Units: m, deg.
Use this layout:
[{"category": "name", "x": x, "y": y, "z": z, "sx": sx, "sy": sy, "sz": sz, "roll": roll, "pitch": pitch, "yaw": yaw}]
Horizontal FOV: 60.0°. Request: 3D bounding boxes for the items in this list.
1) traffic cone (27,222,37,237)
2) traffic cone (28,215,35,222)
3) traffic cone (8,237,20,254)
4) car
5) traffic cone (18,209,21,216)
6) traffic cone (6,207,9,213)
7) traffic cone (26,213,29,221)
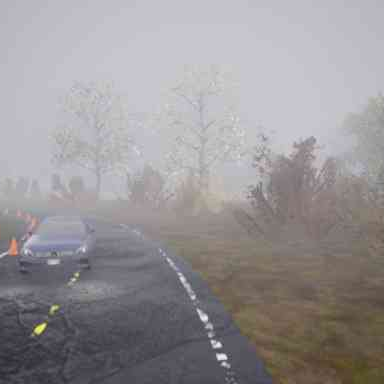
[{"category": "traffic cone", "x": -8.000, "y": 1.911, "z": 16.576, "sx": 0.340, "sy": 0.580, "sz": 0.340, "roll": 0, "pitch": 0, "yaw": -22}, {"category": "traffic cone", "x": -9.957, "y": 1.880, "z": 20.924, "sx": 0.340, "sy": 0.580, "sz": 0.340, "roll": 0, "pitch": 0, "yaw": -27}, {"category": "traffic cone", "x": -6.456, "y": 1.937, "z": 12.067, "sx": 0.340, "sy": 0.580, "sz": 0.340, "roll": 0, "pitch": 0, "yaw": -16}, {"category": "car", "x": -4.101, "y": 1.510, "z": 10.693, "sx": 1.812, "sy": 1.442, "sz": 4.674, "roll": 0, "pitch": 0, "yaw": -15}, {"category": "traffic cone", "x": -15.038, "y": 1.821, "z": 28.982, "sx": 0.340, "sy": 0.580, "sz": 0.340, "roll": 0, "pitch": 0, "yaw": -38}, {"category": "traffic cone", "x": -18.117, "y": 1.793, "z": 32.622, "sx": 0.340, "sy": 0.580, "sz": 0.340, "roll": 0, "pitch": 0, "yaw": -43}, {"category": "traffic cone", "x": -12.310, "y": 1.850, "z": 25.071, "sx": 0.340, "sy": 0.580, "sz": 0.340, "roll": 0, "pitch": 0, "yaw": -32}]
